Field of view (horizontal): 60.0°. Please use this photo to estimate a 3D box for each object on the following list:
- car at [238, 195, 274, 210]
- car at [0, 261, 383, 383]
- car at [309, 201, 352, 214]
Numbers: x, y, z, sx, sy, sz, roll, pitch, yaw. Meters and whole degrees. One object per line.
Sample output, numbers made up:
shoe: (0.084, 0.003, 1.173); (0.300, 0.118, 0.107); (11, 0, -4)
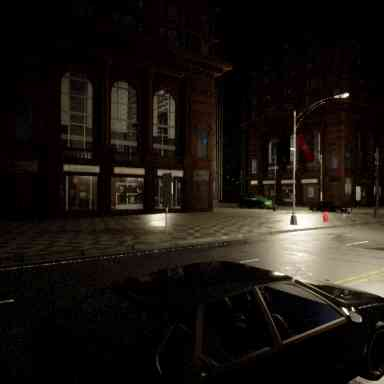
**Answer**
car: (8.785, 1.445, 45.627); (2.150, 2.045, 5.566); (1, -1, -36)
car: (0.380, 1.548, 3.712); (5.357, 1.411, 2.033); (0, 0, -36)
car: (15.161, 1.698, 36.628); (1.812, 1.442, 4.674); (1, -1, -35)
